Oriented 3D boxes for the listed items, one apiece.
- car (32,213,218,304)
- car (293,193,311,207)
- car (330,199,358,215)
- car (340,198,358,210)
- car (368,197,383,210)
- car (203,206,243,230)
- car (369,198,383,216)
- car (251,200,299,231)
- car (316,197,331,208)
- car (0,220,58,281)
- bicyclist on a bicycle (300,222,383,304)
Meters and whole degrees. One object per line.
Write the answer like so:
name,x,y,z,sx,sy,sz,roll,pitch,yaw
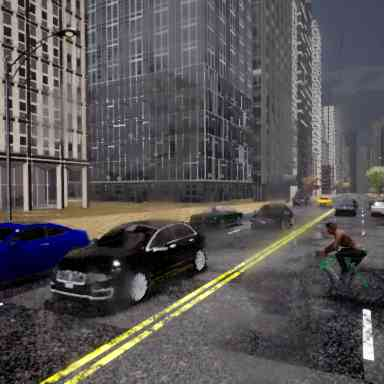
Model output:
car,-1.204,1.500,8.401,1.837,1.490,4.892,0,0,27
car,16.854,1.199,50.903,2.150,2.045,5.566,0,0,27
car,15.373,1.530,33.250,2.033,1.411,5.357,0,0,27
car,20.565,1.542,43.468,1.994,1.385,4.181,0,0,28
car,23.762,1.470,42.658,2.128,1.511,4.902,0,0,28
car,1.664,1.589,21.146,1.895,1.301,4.718,0,0,27
car,18.351,1.585,32.091,1.895,1.301,4.718,0,0,28
car,5.094,1.495,20.715,1.837,1.490,4.892,0,0,27
car,19.577,1.453,49.086,1.882,1.535,5.008,0,0,27
car,-4.684,1.521,8.735,1.812,1.442,4.674,0,0,27
bicyclist on a bicycle,3.078,1.448,6.908,1.656,1.620,0.582,-1,0,27
